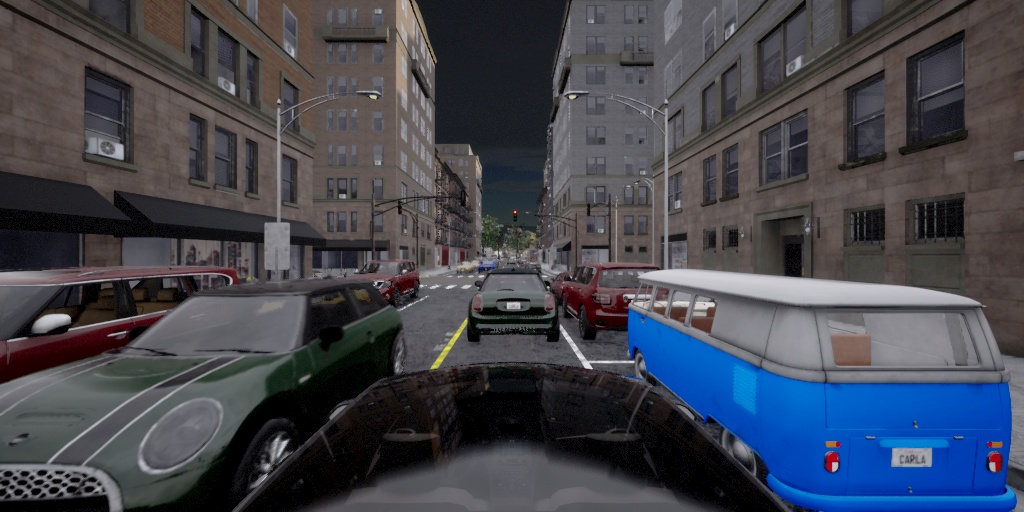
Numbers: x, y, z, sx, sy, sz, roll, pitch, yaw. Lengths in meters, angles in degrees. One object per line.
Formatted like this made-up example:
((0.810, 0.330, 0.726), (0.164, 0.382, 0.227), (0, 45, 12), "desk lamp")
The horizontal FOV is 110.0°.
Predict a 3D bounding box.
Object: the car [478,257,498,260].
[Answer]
((-2.922, 1.224, 42.768), (1.882, 1.535, 5.008), (0, 0, 0), "car")

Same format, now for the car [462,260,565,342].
((0.018, 1.101, 9.928), (2.097, 1.767, 4.553), (0, 0, 0), "car")

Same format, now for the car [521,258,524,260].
((2.549, 1.291, 48.061), (1.888, 1.381, 4.507), (0, 0, 0), "car")

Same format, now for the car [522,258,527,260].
((2.560, 1.297, 42.580), (2.007, 1.370, 4.403), (0, 0, 0), "car")

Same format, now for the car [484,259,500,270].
((-2.939, 1.238, 52.779), (2.128, 1.511, 4.902), (0, 0, 0), "car")

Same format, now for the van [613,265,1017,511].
((2.634, 1.091, 4.214), (1.690, 1.789, 3.998), (0, 0, 0), "van")

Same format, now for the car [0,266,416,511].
((-2.818, 1.102, 4.108), (2.097, 1.767, 4.553), (0, 0, 0), "car")

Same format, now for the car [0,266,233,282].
((-5.403, 1.065, 4.200), (2.192, 1.841, 5.009), (0, 0, 0), "car")

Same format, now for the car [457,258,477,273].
((-5.493, 1.272, 42.394), (1.751, 1.417, 4.829), (0, 0, 0), "car")

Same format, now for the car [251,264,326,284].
((-17.168, 1.342, 27.698), (4.674, 1.442, 1.812), (0, 0, 0), "car")

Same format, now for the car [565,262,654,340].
((2.623, 1.064, 9.892), (2.192, 1.841, 5.009), (0, 0, 0), "car")

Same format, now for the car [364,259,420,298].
((-5.427, 1.063, 15.557), (2.192, 1.841, 5.009), (0, 0, 0), "car")
